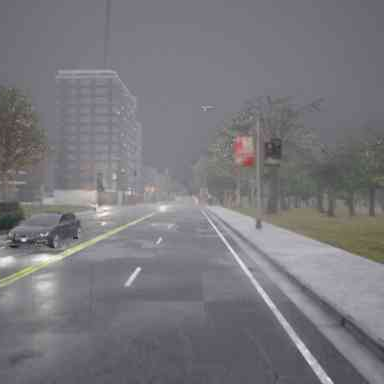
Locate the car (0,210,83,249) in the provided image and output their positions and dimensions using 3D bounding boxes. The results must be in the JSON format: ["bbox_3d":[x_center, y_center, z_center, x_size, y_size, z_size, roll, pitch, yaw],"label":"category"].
[{"bbox_3d":[-6.603,1.667,15.483,1.837,1.490,4.892,0,-1,0],"label":"car"}]

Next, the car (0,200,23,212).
[{"bbox_3d":[-9.854,1.383,15.426,2.150,2.045,5.566,0,-1,0],"label":"car"}]
